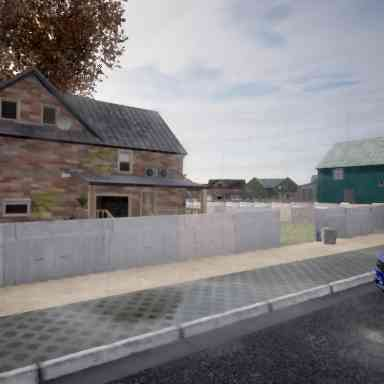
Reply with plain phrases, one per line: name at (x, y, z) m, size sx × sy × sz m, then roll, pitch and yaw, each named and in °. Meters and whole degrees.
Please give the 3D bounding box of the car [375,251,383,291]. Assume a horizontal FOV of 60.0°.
car at (6.217, 1.492, 7.579) m, size 5.008 × 1.535 × 1.882 m, roll 0°, pitch 0°, yaw -32°
